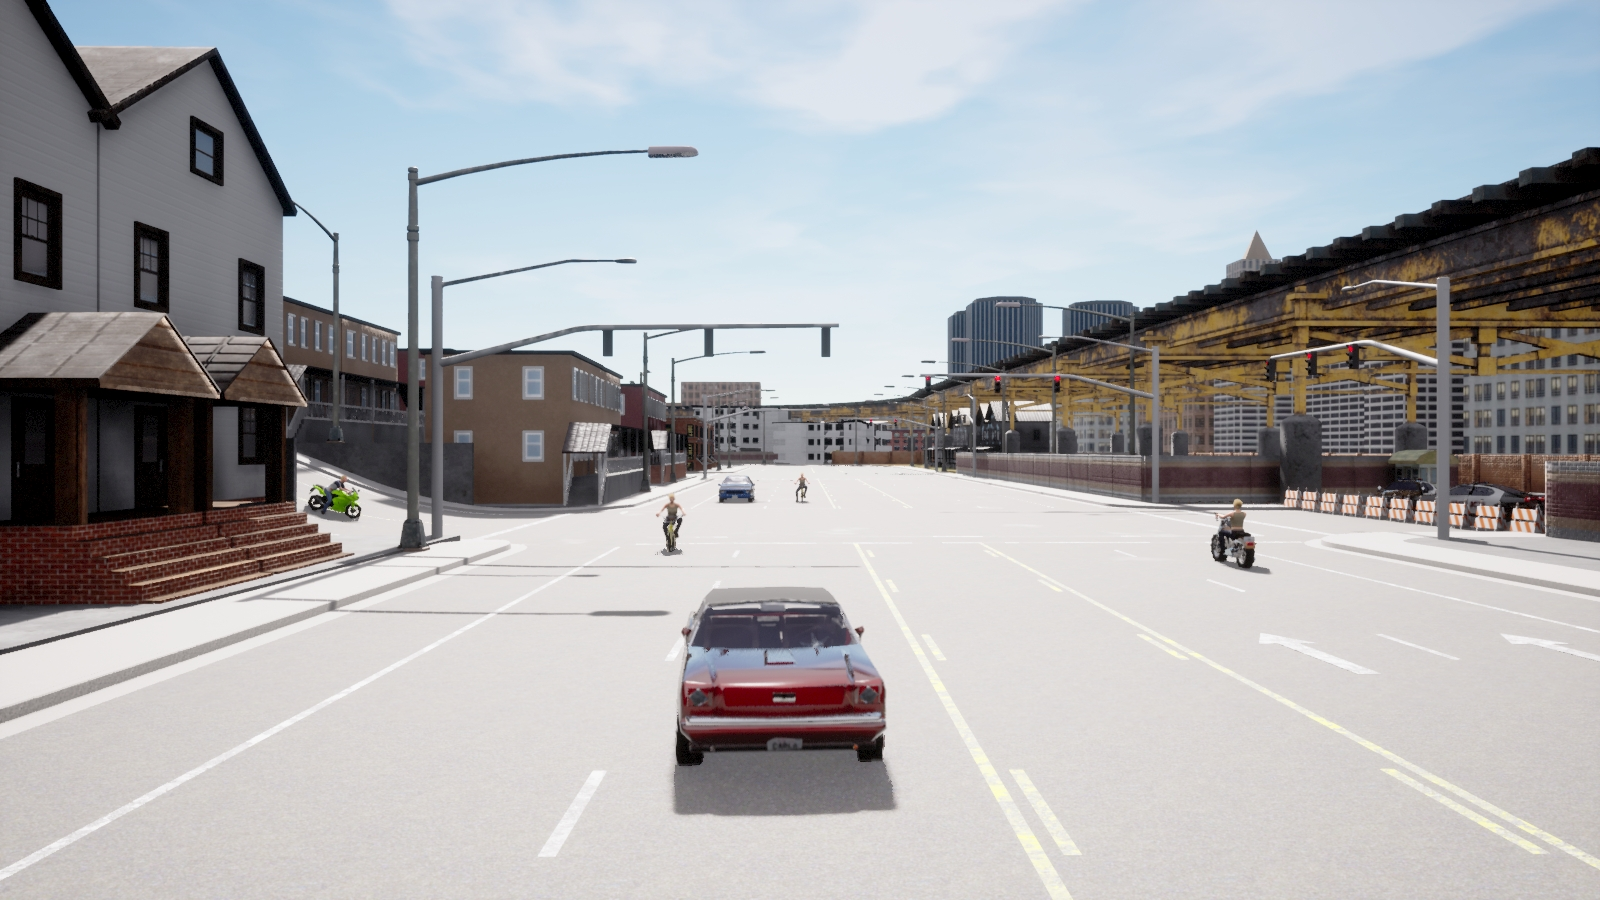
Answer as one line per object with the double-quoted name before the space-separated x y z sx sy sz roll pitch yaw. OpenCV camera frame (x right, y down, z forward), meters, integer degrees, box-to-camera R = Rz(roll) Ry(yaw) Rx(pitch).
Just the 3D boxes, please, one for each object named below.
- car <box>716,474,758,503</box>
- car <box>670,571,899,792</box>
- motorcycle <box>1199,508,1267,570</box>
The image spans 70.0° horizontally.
"car" -3.449 2.106 63.014 2.033 1.411 5.357 0 0 0
"car" -0.282 2.155 11.784 1.895 1.301 4.718 0 0 -4
"motorcycle" 10.523 2.142 27.849 0.764 1.332 2.356 0 0 0
